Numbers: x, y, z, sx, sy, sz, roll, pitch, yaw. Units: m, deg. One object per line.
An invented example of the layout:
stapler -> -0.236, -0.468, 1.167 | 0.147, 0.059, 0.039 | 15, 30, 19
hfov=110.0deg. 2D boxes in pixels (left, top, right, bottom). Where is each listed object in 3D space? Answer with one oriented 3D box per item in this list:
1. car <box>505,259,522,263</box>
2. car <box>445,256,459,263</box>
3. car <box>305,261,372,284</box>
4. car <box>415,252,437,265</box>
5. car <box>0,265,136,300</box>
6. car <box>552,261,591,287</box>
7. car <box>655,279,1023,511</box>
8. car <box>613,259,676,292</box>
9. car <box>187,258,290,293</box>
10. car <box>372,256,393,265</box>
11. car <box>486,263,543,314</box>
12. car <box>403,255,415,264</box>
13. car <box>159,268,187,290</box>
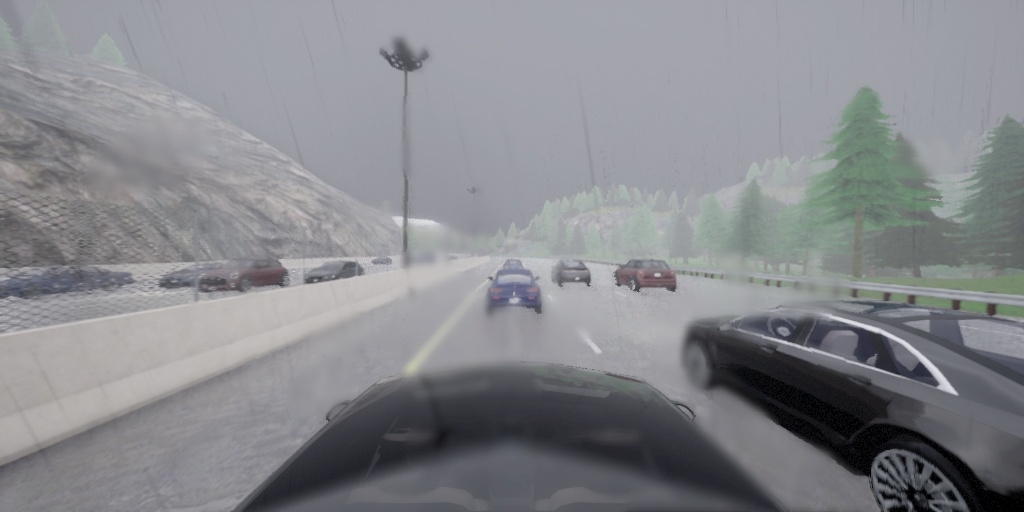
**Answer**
car -> 0.109, 0.992, 31.362 | 2.033, 1.411, 5.357 | 0, 1, 0
car -> -10.502, 0.683, 62.976 | 1.994, 1.385, 4.181 | 0, 1, 1
car -> -10.588, 1.049, 21.796 | 1.837, 1.490, 4.892 | 0, 1, 0
car -> -14.011, 0.374, 59.843 | 2.150, 2.045, 5.566 | 0, 1, 1
car -> -21.095, 1.144, 16.775 | 2.033, 1.411, 5.357 | 0, 1, 0
car -> 3.608, 1.030, 22.224 | 2.128, 1.511, 4.902 | 0, 1, 0
car -> 3.601, 1.220, 3.780 | 2.128, 1.511, 4.902 | 0, 1, 0
car -> 7.106, 0.917, 19.620 | 2.097, 1.767, 4.553 | 0, 1, 0
car -> -14.091, 0.924, 19.114 | 2.097, 1.767, 4.553 | 0, 1, 0
car -> -21.003, 0.716, 58.357 | 2.033, 1.411, 5.357 | 0, 1, 1
car -> 0.087, 1.159, 13.002 | 1.812, 1.442, 4.674 | 0, 1, 0
car -> -17.496, 0.604, 62.481 | 1.882, 1.535, 5.008 | 0, 1, 0
car -> -17.589, 1.120, 20.662 | 1.994, 1.385, 4.181 | 0, 1, 0
